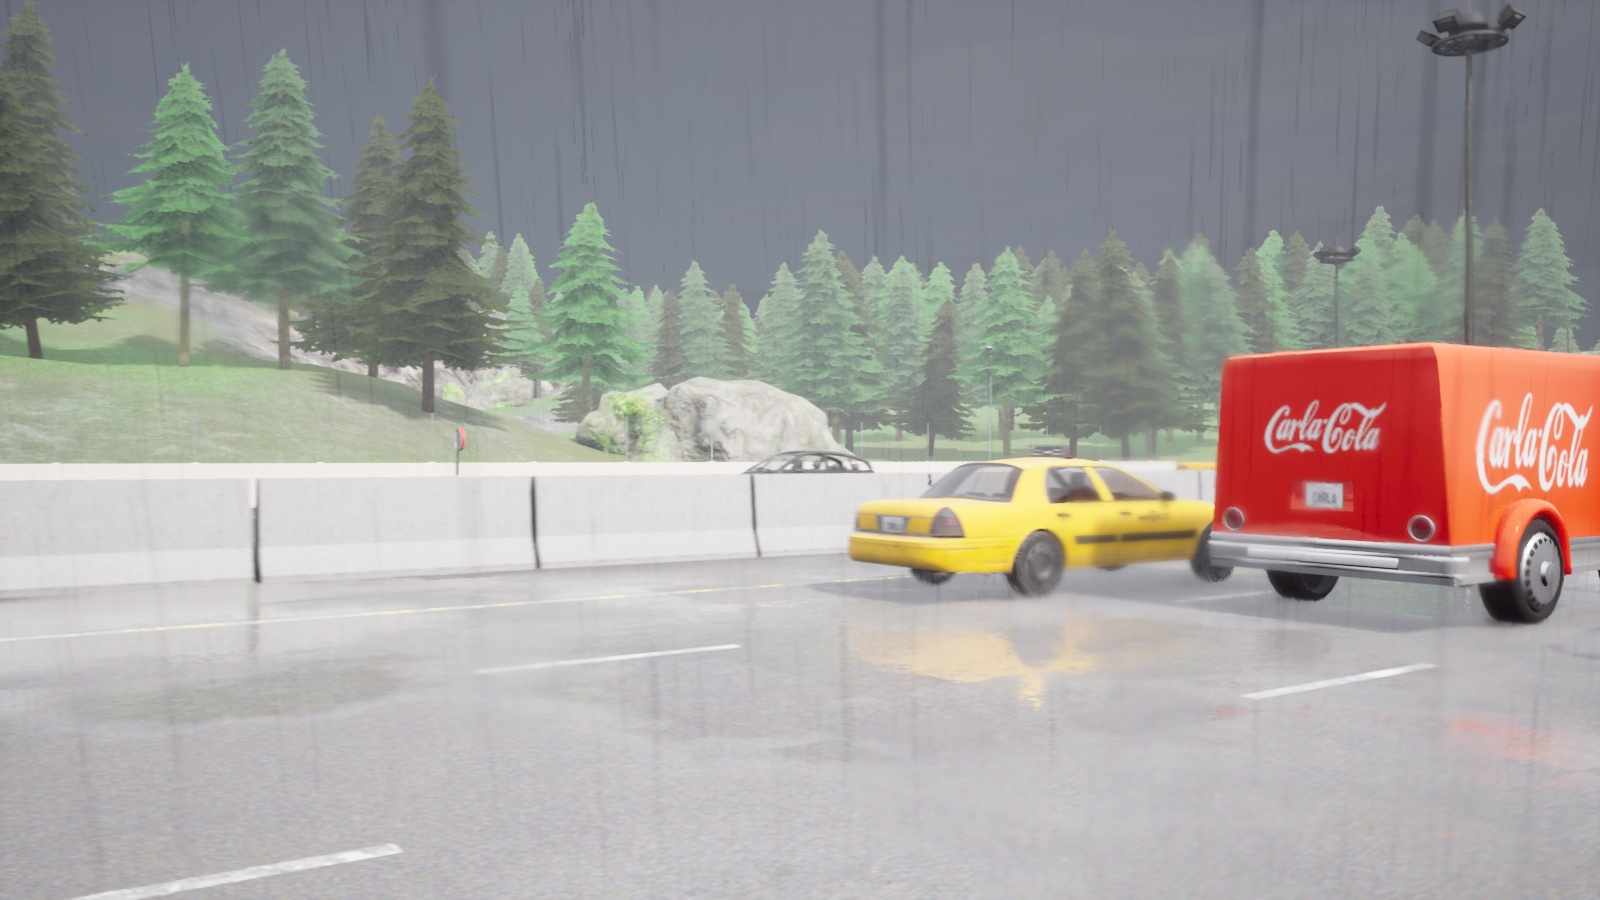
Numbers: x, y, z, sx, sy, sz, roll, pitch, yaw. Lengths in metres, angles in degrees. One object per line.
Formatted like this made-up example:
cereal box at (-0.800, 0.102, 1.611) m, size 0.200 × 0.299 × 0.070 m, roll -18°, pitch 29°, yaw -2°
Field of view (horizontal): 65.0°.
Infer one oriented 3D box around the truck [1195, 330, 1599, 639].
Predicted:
truck at (6.730, 0.279, 12.608) m, size 5.204 × 2.467 × 2.627 m, roll 0°, pitch 0°, yaw -35°

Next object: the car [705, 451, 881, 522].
car at (-0.137, 0.801, 29.133) m, size 3.705 × 1.549 × 1.789 m, roll 0°, pitch 0°, yaw -34°

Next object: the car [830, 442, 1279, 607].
car at (3.035, 0.716, 14.300) m, size 5.366 × 1.575 × 1.801 m, roll 0°, pitch 0°, yaw -35°
